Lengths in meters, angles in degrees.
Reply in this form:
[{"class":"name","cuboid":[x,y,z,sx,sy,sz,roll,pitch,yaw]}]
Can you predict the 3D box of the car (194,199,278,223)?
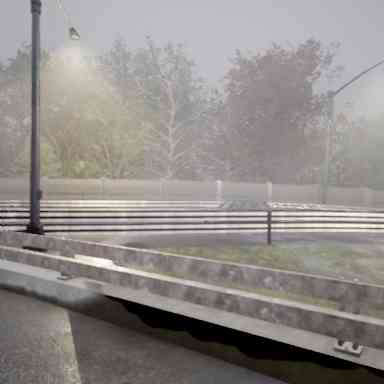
[{"class":"car","cuboid":[2.421,1.170,18.675,4.553,1.767,2.097,1,0,-12]}]
